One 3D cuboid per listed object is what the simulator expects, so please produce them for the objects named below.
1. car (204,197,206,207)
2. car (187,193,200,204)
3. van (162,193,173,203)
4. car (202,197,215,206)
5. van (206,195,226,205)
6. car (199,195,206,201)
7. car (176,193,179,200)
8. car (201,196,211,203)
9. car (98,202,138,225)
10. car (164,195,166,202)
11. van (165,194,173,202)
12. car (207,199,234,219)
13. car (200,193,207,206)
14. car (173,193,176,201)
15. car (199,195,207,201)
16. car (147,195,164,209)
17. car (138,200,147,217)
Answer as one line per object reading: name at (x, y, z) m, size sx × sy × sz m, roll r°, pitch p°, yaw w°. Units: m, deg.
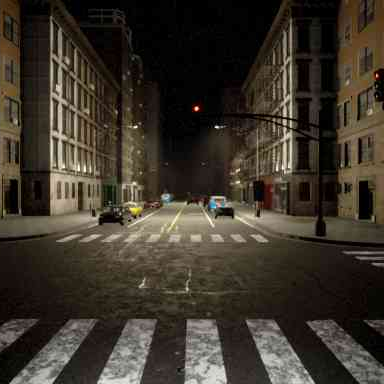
car at (2.698, 1.578, 39.766) m, size 1.802 × 1.307 × 4.206 m, roll 0°, pitch 0°, yaw 0°
car at (0.185, 1.347, 62.016) m, size 2.097 × 1.767 × 4.553 m, roll 0°, pitch 0°, yaw 0°
van at (-5.336, 1.337, 66.807) m, size 1.690 × 1.788 × 3.998 m, roll 0°, pitch 0°, yaw 0°
car at (2.725, 1.562, 55.984) m, size 1.947 × 1.339 × 4.313 m, roll 0°, pitch 0°, yaw 0°
van at (2.689, 1.338, 34.359) m, size 1.690 × 1.788 × 3.998 m, roll 0°, pitch 0°, yaw 0°
car at (2.779, 1.560, 88.422) m, size 1.947 × 1.339 × 4.313 m, roll 0°, pitch 0°, yaw 0°
car at (-5.325, 1.545, 88.432) m, size 2.008 × 1.369 × 4.403 m, roll 0°, pitch 0°, yaw 0°
car at (2.743, 1.521, 66.966) m, size 1.752 × 1.417 × 4.829 m, roll 0°, pitch 0°, yaw 0°
car at (-5.357, 1.549, 23.557) m, size 2.008 × 1.369 × 4.403 m, roll 0°, pitch 0°, yaw 0°
car at (-5.344, 1.521, 50.418) m, size 1.752 × 1.417 × 4.829 m, roll 0°, pitch 0°, yaw 0°
van at (-5.331, 1.336, 77.620) m, size 1.690 × 1.788 × 3.998 m, roll 0°, pitch 0°, yaw 0°
car at (2.680, 1.548, 28.953) m, size 2.008 × 1.369 × 4.403 m, roll 0°, pitch 0°, yaw 0°
car at (2.716, 1.311, 50.578) m, size 2.192 × 1.841 × 5.009 m, roll 0°, pitch 0°, yaw 0°
car at (-5.333, 1.310, 72.213) m, size 2.192 × 1.841 × 5.009 m, roll 0°, pitch 0°, yaw 0°
car at (2.770, 1.539, 83.016) m, size 1.887 × 1.381 × 4.507 m, roll 0°, pitch 0°, yaw 0°
car at (-5.347, 1.436, 45.182) m, size 1.967 × 1.590 × 4.097 m, roll 0°, pitch 0°, yaw 0°
car at (-5.355, 1.523, 28.794) m, size 1.752 × 1.417 × 4.829 m, roll 0°, pitch 0°, yaw 0°
